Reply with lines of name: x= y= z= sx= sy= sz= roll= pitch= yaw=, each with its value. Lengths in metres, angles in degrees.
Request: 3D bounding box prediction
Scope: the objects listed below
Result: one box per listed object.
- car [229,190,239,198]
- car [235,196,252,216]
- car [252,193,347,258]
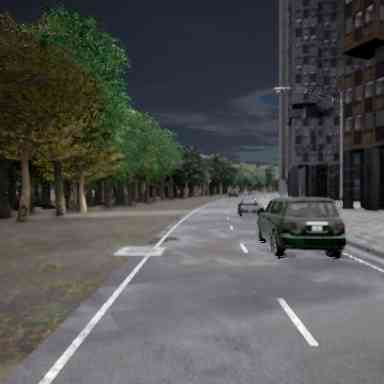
car: x=11.367 y=0.485 z=90.730 sx=2.150 sy=2.045 sz=5.566 roll=0 pitch=1 yaw=16
car: x=5.161 y=1.381 z=30.801 sx=2.128 sy=1.511 sz=4.902 roll=0 pitch=0 yaw=5
car: x=3.918 y=1.191 z=12.797 sx=2.150 sy=2.045 sz=5.566 roll=0 pitch=0 yaw=2
